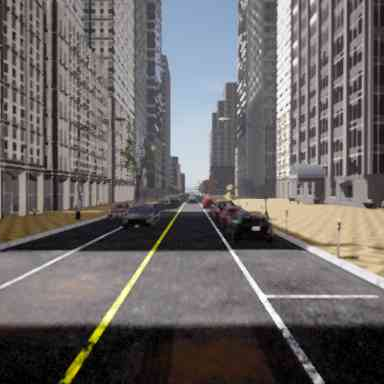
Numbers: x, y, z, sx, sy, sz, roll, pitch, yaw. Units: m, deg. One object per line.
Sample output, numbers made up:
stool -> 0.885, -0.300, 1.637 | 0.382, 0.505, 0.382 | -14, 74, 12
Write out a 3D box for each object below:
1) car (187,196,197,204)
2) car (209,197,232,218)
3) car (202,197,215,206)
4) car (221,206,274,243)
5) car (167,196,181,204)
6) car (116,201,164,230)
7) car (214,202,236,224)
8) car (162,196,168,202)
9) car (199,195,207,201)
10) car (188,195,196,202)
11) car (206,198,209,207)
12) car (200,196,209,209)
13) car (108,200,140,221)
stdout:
car -> 0.020, 1.551, 63.569 | 2.033, 1.411, 5.357 | 0, 0, 0
car -> 2.690, 1.444, 27.288 | 1.967, 1.590, 4.097 | -1, 0, 0
car -> 2.700, 1.549, 55.502 | 1.887, 1.381, 4.507 | -1, 0, 0
car -> 2.687, 1.569, 16.003 | 1.947, 1.339, 4.313 | -1, 0, 0
car -> -3.009, 1.604, 61.732 | 1.895, 1.301, 4.718 | 0, 0, 1
car -> -3.094, 1.550, 21.373 | 2.033, 1.411, 5.357 | 0, 0, 0
car -> 2.689, 1.585, 21.646 | 1.802, 1.307, 4.206 | -1, 0, 0
car -> -5.675, 1.552, 72.422 | 2.008, 1.369, 4.403 | -1, 0, 0
car -> 2.709, 1.544, 83.716 | 1.887, 1.381, 4.507 | -1, 0, 0
car -> 0.026, 1.519, 78.812 | 1.994, 1.385, 4.181 | 0, 0, 0
car -> 2.692, 1.570, 32.931 | 1.947, 1.339, 4.313 | -1, 0, 0
car -> 2.365, 1.530, 45.479 | 1.812, 1.442, 4.674 | 0, 0, 0
car -> -5.690, 1.585, 27.292 | 1.802, 1.307, 4.206 | -1, 0, 0
